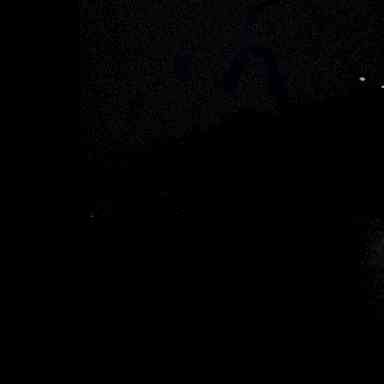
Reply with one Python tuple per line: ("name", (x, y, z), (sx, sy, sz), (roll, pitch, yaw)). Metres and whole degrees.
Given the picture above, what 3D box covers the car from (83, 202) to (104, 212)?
("car", (-13.958, 2.055, 46.415), (1.895, 1.301, 4.718), (-2, 0, -35))
